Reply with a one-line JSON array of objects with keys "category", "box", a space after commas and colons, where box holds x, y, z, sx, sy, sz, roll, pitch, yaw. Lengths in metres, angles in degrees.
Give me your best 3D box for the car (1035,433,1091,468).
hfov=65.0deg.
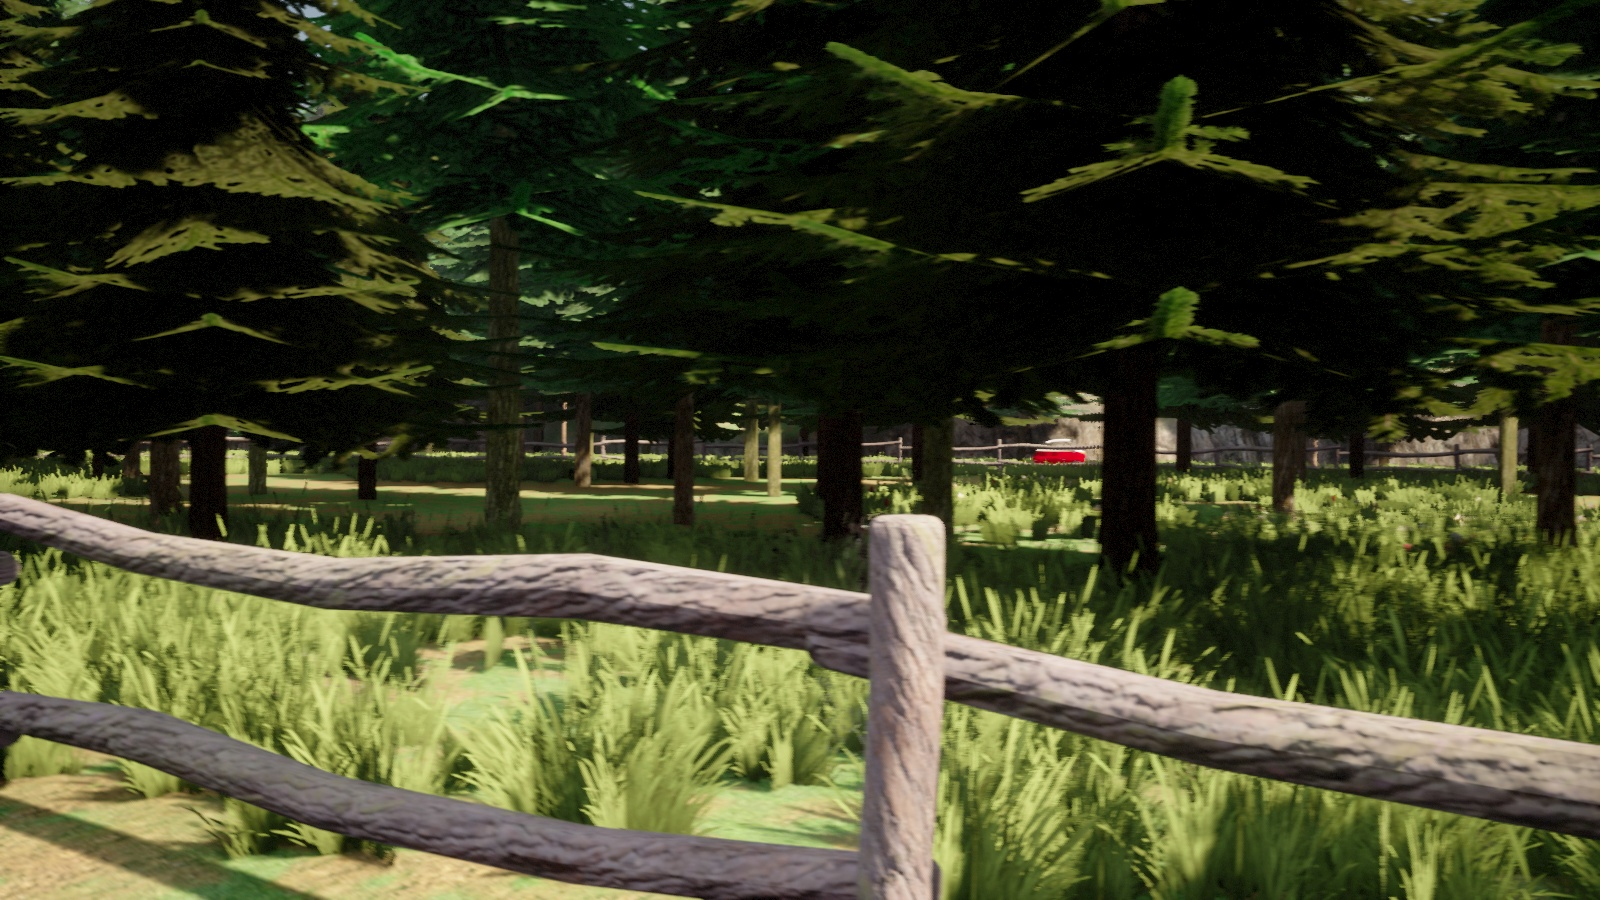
[{"category": "car", "box": [10.683, 0.027, 51.010, 2.207, 1.376, 1.481, -1, 1, 12]}]
